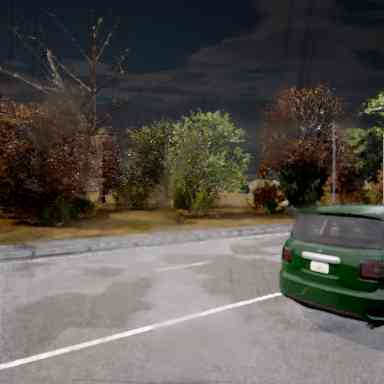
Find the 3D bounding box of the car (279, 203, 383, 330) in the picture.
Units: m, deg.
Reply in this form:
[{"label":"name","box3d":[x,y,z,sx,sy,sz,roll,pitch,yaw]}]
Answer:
[{"label":"car","box3d":[4.158,1.246,6.709,5.566,2.045,2.150,0,0,-36]}]
